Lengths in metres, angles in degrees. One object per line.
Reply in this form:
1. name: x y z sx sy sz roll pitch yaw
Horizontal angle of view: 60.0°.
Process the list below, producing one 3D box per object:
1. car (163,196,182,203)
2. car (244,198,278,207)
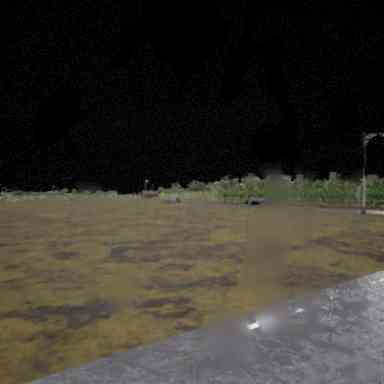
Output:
1. car: -3.814 1.539 64.859 1.994 1.385 4.181 1 -1 -36
2. car: 9.648 1.480 46.631 1.895 1.301 4.718 1 -1 -37
